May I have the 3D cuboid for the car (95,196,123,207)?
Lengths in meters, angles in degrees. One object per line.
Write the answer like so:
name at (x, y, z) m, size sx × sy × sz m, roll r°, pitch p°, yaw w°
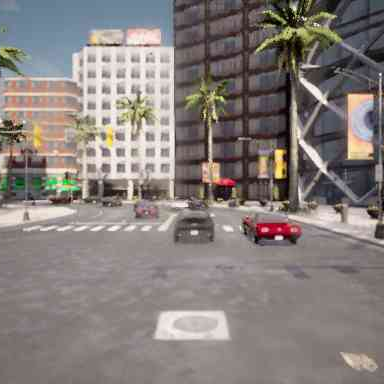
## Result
car at (-12.370, 1.495, 50.576) m, size 1.837 × 1.490 × 4.892 m, roll 0°, pitch 0°, yaw -41°

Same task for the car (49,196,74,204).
car at (-25.041, 1.464, 63.674) m, size 5.008 × 1.535 × 1.882 m, roll 0°, pitch 0°, yaw 22°

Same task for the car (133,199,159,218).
car at (-3.921, 1.558, 29.679) m, size 1.994 × 1.385 × 4.181 m, roll 0°, pitch 0°, yaw -4°

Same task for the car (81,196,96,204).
car at (-19.501, 1.489, 64.912) m, size 4.892 × 1.490 × 1.837 m, roll 0°, pitch 0°, yaw 25°

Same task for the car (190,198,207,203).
car at (0.569, 1.517, 42.715) m, size 1.812 × 1.442 × 4.674 m, roll 0°, pitch 0°, yaw -20°

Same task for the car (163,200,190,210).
car at (-2.127, 1.593, 40.250) m, size 1.895 × 1.301 × 4.718 m, roll 0°, pitch 0°, yaw -18°

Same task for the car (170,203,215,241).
car at (0.097, 1.502, 16.738) m, size 1.837 × 1.490 × 4.892 m, roll 0°, pitch 0°, yaw 0°

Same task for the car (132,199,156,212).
car at (-5.729, 1.556, 39.387) m, size 1.994 × 1.385 × 4.181 m, roll 0°, pitch 0°, yaw -19°

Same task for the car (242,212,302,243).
car at (3.595, 1.598, 15.943) m, size 1.895 × 1.301 × 4.718 m, roll 0°, pitch 0°, yaw 0°
